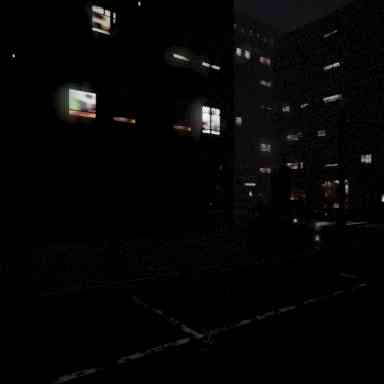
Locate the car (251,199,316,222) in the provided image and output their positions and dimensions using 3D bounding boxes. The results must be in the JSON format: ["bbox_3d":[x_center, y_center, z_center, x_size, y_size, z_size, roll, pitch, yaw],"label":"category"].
[{"bbox_3d":[6.254,1.342,24.195,2.008,1.369,4.403,1,0,-36],"label":"car"}]

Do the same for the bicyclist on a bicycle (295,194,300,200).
[{"bbox_3d":[11.503,1.011,36.215,1.656,1.620,0.582,0,1,-36],"label":"bicyclist on a bicycle"}]

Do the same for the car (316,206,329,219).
[{"bbox_3d":[8.271,1.317,25.839,1.812,1.442,4.674,0,1,-37],"label":"car"}]
